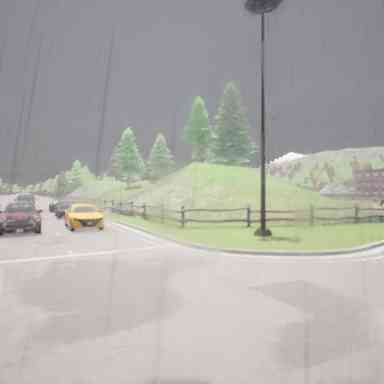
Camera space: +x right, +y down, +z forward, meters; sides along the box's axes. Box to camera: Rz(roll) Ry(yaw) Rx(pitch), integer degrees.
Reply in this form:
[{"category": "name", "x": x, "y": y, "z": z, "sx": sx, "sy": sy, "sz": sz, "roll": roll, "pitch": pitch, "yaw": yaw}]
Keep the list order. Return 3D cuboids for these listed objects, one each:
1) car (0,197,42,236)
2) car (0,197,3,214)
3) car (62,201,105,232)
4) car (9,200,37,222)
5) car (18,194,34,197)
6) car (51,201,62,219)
[{"category": "car", "x": -9.712, "y": 1.394, "z": 18.898, "sx": 2.097, "sy": 1.767, "sz": 4.553, "roll": 0, "pitch": 0, "yaw": -26}, {"category": "car", "x": -22.032, "y": 1.436, "z": 36.268, "sx": 2.097, "sy": 1.767, "sz": 4.553, "roll": 0, "pitch": 0, "yaw": -26}, {"category": "car", "x": -6.833, "y": 1.519, "z": 20.982, "sx": 1.882, "sy": 1.535, "sz": 5.008, "roll": 0, "pitch": 0, "yaw": -26}, {"category": "car", "x": -14.080, "y": 1.539, "z": 27.881, "sx": 1.882, "sy": 1.535, "sz": 5.008, "roll": 0, "pitch": 0, "yaw": -26}, {"category": "car", "x": -19.374, "y": 1.306, "z": 38.822, "sx": 2.150, "sy": 2.045, "sz": 5.566, "roll": 0, "pitch": 0, "yaw": -25}, {"category": "car", "x": -11.372, "y": 1.608, "z": 30.315, "sx": 2.033, "sy": 1.411, "sz": 5.357, "roll": 0, "pitch": 0, "yaw": -26}]
